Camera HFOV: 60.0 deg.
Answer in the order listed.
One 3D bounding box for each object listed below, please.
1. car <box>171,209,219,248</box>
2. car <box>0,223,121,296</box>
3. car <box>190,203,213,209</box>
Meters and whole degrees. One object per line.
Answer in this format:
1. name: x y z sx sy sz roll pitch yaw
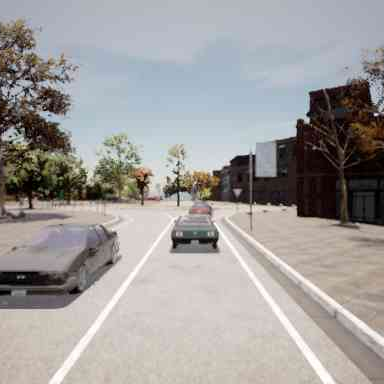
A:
1. car: 0.120 1.640 14.886 1.895 1.301 4.718 0 0 0
2. car: -3.319 1.571 9.067 2.033 1.411 5.357 0 0 0
3. car: 0.873 1.640 30.093 1.994 1.385 4.181 0 0 7
